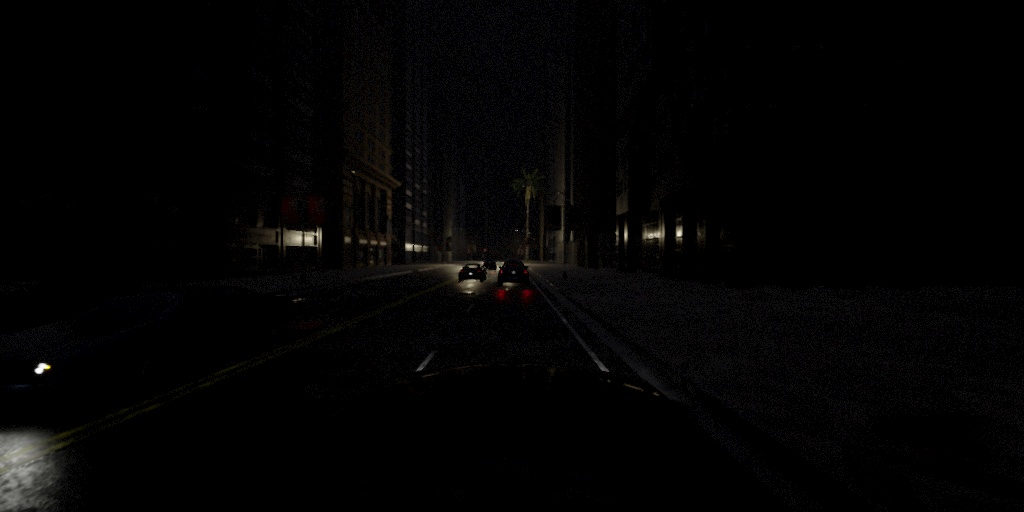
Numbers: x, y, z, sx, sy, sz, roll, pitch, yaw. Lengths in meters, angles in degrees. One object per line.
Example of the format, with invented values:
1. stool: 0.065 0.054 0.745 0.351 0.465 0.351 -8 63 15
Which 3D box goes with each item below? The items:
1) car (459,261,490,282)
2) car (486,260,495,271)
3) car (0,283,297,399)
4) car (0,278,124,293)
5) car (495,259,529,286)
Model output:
1. car: -3.146 1.324 29.305 1.994 1.385 4.181 0 0 0
2. car: -3.144 1.294 50.810 1.812 1.442 4.674 0 0 0
3. car: -6.551 1.298 7.011 2.033 1.411 5.357 0 0 0
4. car: -9.799 1.257 7.274 1.837 1.490 4.892 0 0 1
5. car: 0.103 1.109 25.410 2.097 1.767 4.553 0 0 0
